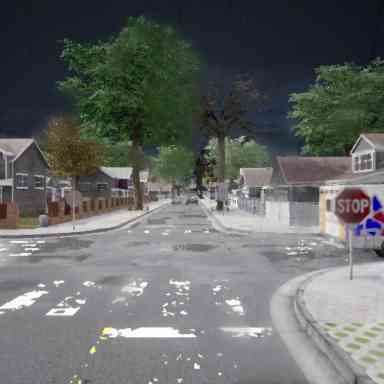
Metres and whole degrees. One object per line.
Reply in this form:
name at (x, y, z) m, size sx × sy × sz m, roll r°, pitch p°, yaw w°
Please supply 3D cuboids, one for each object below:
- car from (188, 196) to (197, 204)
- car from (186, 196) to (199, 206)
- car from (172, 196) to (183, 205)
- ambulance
car at (0.045, 1.569, 67.363) m, size 1.812 × 1.442 × 4.674 m, roll 0°, pitch 0°, yaw 0°
car at (0.039, 1.387, 57.330) m, size 2.097 × 1.767 × 4.553 m, roll 0°, pitch 0°, yaw 0°
car at (-2.709, 1.530, 61.116) m, size 2.128 × 1.511 × 4.902 m, roll 0°, pitch 0°, yaw 0°
ambulance at (7.790, 0.984, 11.674) m, size 6.366 × 2.431 × 2.351 m, roll 0°, pitch 0°, yaw 0°
